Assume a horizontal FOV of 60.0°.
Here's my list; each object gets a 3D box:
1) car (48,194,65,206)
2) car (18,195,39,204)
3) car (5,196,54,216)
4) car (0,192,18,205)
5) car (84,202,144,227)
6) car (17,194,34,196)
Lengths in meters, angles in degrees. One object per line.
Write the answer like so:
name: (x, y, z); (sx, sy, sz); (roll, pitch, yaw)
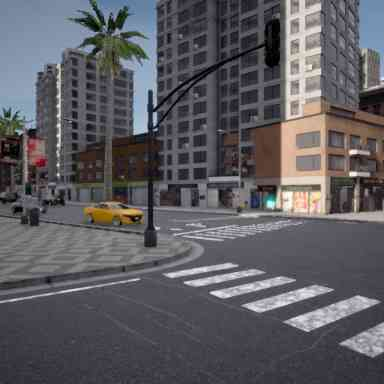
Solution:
car: (-21.153, 1.184, 50.435); (4.553, 1.767, 2.097); (0, 0, 45)
car: (-28.193, 1.270, 57.321); (1.837, 1.490, 4.892); (0, 0, -44)
car: (-15.534, 1.408, 31.681); (4.902, 1.511, 2.128); (1, 1, 42)
car: (-30.234, 0.991, 54.759); (2.150, 2.045, 5.566); (0, 0, -44)
car: (-5.462, 1.449, 22.998); (5.008, 1.535, 1.882); (0, 0, 40)
car: (-23.145, 1.361, 47.837); (4.674, 1.442, 1.812); (0, 0, 45)
